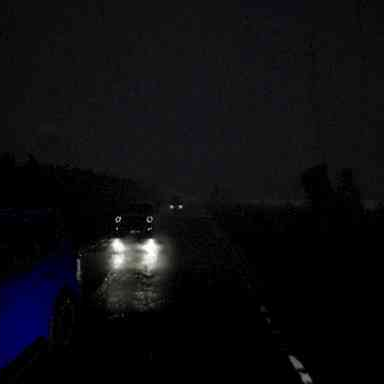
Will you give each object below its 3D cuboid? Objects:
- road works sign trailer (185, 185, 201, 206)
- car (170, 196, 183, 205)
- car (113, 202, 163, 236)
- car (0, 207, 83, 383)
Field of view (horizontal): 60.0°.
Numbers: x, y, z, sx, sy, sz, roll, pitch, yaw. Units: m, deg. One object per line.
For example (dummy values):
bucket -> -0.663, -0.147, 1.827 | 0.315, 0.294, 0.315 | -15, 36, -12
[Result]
road works sign trailer -> -0.014, 0.545, 57.901 | 2.380, 3.560, 2.880 | 0, 0, 0
car -> -2.805, 1.439, 59.875 | 2.097, 1.767, 4.553 | 0, 0, 1
car -> -2.848, 1.364, 18.399 | 2.097, 1.767, 4.553 | 0, 0, 1
car -> -2.812, 1.224, 3.098 | 2.150, 2.045, 5.566 | 0, 0, 1
